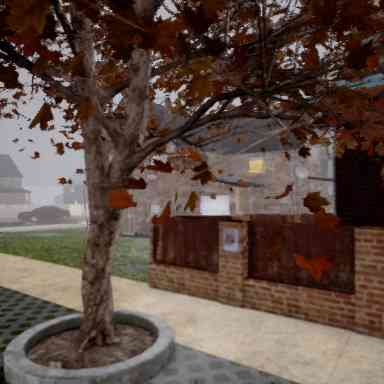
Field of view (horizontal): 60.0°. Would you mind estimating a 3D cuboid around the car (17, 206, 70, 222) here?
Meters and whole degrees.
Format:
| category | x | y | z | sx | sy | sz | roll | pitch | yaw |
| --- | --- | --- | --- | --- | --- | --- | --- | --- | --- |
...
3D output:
| category | x | y | z | sx | sy | sz | roll | pitch | yaw |
| --- | --- | --- | --- | --- | --- | --- | --- | --- | --- |
| car | -14.534 | 2.127 | 32.810 | 1.882 | 1.535 | 5.008 | -1 | -2 | 35 |
